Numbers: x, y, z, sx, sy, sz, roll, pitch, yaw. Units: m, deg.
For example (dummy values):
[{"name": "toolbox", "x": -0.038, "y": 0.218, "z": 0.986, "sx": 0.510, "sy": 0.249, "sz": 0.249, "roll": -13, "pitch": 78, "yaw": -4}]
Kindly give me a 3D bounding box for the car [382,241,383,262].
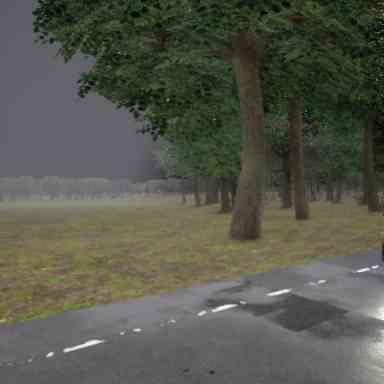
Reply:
[{"name": "car", "x": 7.654, "y": 1.209, "z": 9.448, "sx": 5.566, "sy": 2.045, "sz": 2.150, "roll": 0, "pitch": 0, "yaw": -35}]
